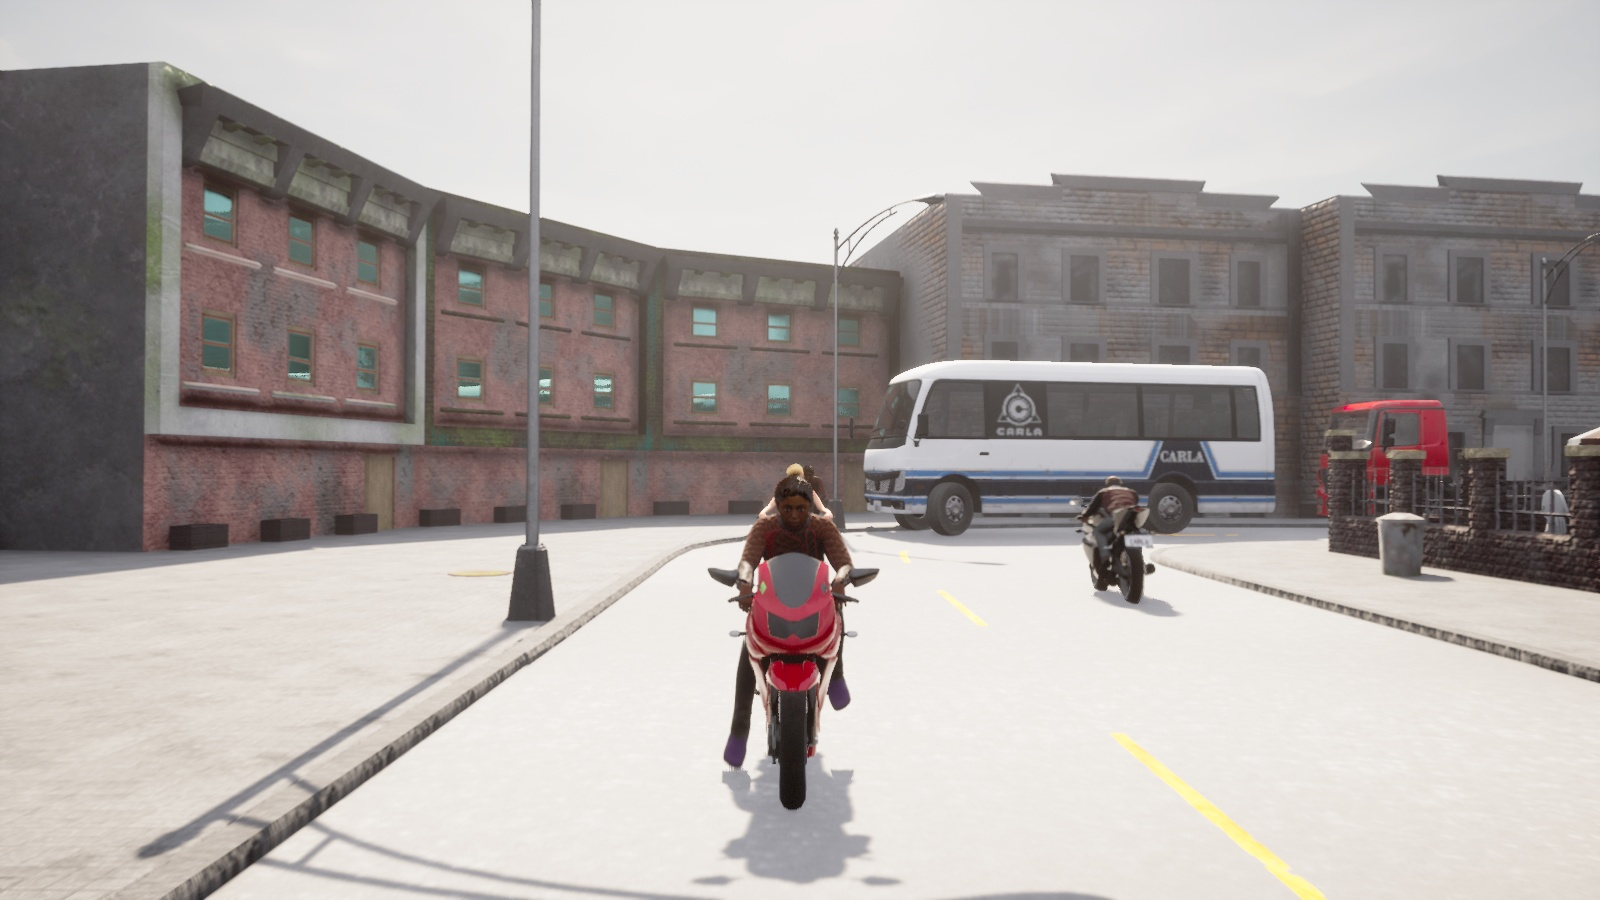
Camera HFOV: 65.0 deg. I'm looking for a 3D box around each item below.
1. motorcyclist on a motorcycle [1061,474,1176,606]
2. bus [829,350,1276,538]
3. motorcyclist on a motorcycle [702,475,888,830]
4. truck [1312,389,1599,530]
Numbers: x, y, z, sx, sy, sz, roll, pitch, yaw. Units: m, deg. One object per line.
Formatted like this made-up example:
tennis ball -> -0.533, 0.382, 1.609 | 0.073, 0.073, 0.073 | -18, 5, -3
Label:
motorcyclist on a motorcycle -> 3.943, 1.070, 15.741 | 0.866, 1.530, 2.191 | 0, -1, 0
bus -> 6.189, -0.110, 31.565 | 10.273, 4.253, 3.944 | 0, -1, -13
motorcyclist on a motorcycle -> -0.026, 0.892, 6.438 | 0.797, 1.523, 2.044 | 0, -1, 0
truck -> 17.838, 0.253, 32.554 | 7.936, 3.462, 2.891 | 0, -1, 0
